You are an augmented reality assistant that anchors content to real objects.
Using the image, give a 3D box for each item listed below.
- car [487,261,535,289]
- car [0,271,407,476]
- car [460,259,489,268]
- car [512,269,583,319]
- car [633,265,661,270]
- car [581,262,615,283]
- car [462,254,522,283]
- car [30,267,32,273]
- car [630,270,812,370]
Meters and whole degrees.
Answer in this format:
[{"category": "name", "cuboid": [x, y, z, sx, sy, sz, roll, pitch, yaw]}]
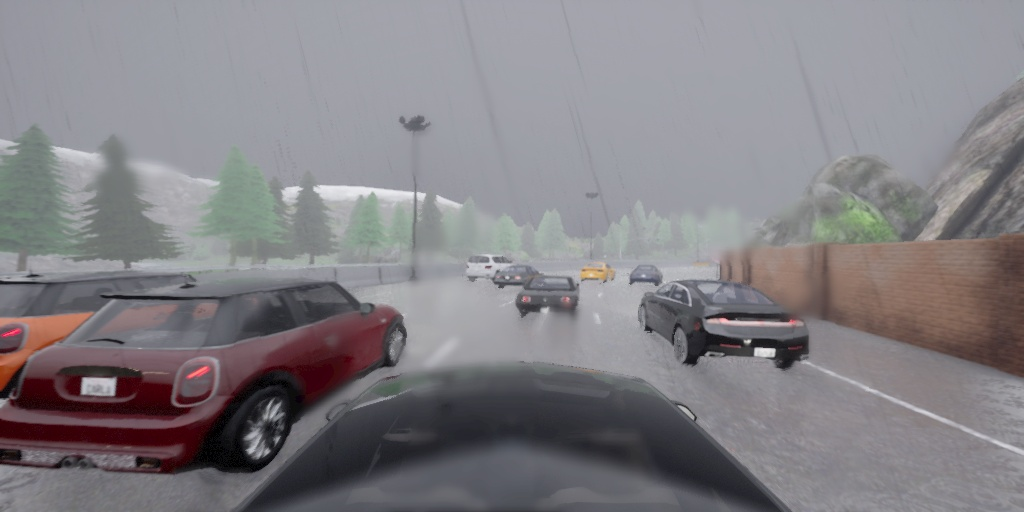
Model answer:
[{"category": "car", "cuboid": [0.572, 1.257, 22.473, 2.033, 1.411, 5.357, 0, 0, 20]}, {"category": "car", "cuboid": [-3.162, 1.070, 5.006, 2.097, 1.767, 4.553, 0, 0, 5]}, {"category": "car", "cuboid": [-6.060, 1.179, 58.971, 1.895, 1.301, 4.718, 1, 0, 41]}, {"category": "car", "cuboid": [1.464, 1.338, 12.886, 1.895, 1.301, 4.718, 0, 0, 11]}, {"category": "car", "cuboid": [9.900, 1.337, 26.390, 1.994, 1.385, 4.181, 0, 0, 26]}, {"category": "car", "cuboid": [6.761, 1.223, 27.925, 1.882, 1.535, 5.008, 0, 0, 26]}, {"category": "car", "cuboid": [-1.399, 0.906, 26.997, 2.150, 2.045, 5.566, 0, 0, 23]}, {"category": "car", "cuboid": [-6.512, 1.040, 6.370, 2.097, 1.767, 4.553, 0, 0, 6]}, {"category": "car", "cuboid": [4.182, 1.262, 7.927, 2.128, 1.511, 4.902, 0, 0, 7]}]
